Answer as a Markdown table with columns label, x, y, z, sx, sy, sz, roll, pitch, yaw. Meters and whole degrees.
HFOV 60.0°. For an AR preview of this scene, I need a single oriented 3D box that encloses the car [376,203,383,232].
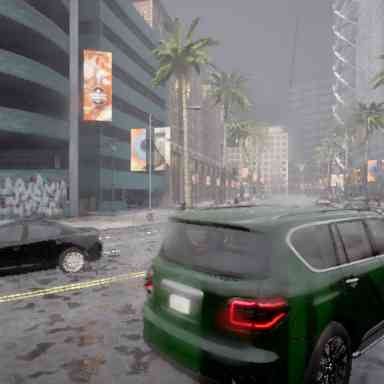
| label | x | y | z | sx | sy | sz | roll | pitch | yaw |
| --- | --- | --- | --- | --- | --- | --- | --- | --- | --- |
| car | 12.427 | 1.501 | 20.068 | 1.837 | 1.490 | 4.892 | 1 | 1 | 24 |

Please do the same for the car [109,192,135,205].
| label | x | y | z | sx | sy | sz | roll | pitch | yaw |
| --- | --- | --- | --- | --- | --- | --- | --- | --- | --- |
| car | -10.836 | 0.982 | 51.444 | 2.435 | 2.045 | 5.566 | 0 | 0 | 16 |

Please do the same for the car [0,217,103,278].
| label | x | y | z | sx | sy | sz | roll | pitch | yaw |
| --- | --- | --- | --- | --- | --- | --- | --- | --- | --- |
| car | -4.904 | 1.468 | 8.815 | 5.008 | 1.535 | 1.882 | 0 | 0 | -39 |

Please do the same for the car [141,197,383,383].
| label | x | y | z | sx | sy | sz | roll | pitch | yaw |
| --- | --- | --- | --- | --- | --- | --- | --- | --- | --- |
| car | 1.886 | 1.222 | 5.172 | 5.566 | 2.045 | 2.150 | 0 | 1 | -41 |

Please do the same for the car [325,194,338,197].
| label | x | y | z | sx | sy | sz | roll | pitch | yaw |
| --- | --- | --- | --- | --- | --- | --- | --- | --- | --- |
| car | 32.877 | 1.318 | 77.300 | 2.185 | 1.767 | 4.553 | 0 | 0 | 16 |

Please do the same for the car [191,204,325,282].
| label | x | y | z | sx | sy | sz | roll | pitch | yaw |
| --- | --- | --- | --- | --- | --- | --- | --- | --- | --- |
| car | 2.295 | 1.344 | 10.624 | 2.097 | 1.767 | 4.553 | 0 | 0 | 44 |

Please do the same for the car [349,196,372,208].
| label | x | y | z | sx | sy | sz | roll | pitch | yaw |
| --- | --- | --- | --- | --- | --- | --- | --- | --- | --- |
| car | 24.785 | 1.461 | 49.062 | 2.231 | 1.521 | 4.892 | 0 | 0 | 16 |
